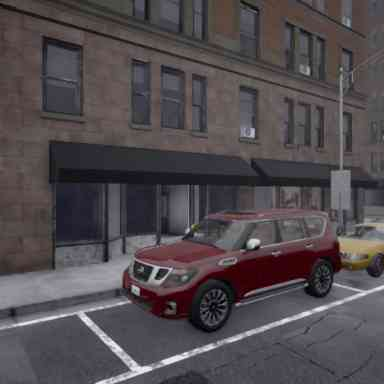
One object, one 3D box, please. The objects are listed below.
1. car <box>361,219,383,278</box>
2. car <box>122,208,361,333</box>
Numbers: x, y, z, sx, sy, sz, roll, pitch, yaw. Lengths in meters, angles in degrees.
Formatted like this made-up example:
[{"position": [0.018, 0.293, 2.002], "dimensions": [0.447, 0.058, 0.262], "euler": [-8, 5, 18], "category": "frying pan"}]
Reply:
[{"position": [5.597, 1.524, 10.185], "dimensions": [4.829, 1.417, 1.752], "euler": [0, 0, -35], "category": "car"}, {"position": [1.112, 1.315, 6.990], "dimensions": [5.009, 1.841, 2.192], "euler": [0, 0, -35], "category": "car"}]
